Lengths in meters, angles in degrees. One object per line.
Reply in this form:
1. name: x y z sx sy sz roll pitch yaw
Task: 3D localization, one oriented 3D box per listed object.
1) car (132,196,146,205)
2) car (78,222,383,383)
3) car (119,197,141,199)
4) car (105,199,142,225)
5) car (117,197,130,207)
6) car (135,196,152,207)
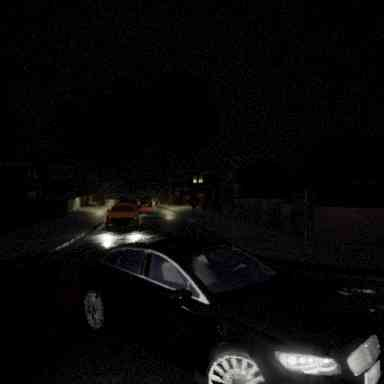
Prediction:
1. car: -9.368 1.420 58.093 2.128 1.511 4.902 0 0 -12
2. car: 0.031 1.487 4.947 2.128 1.511 4.902 -1 1 -44
3. car: -6.881 1.532 35.893 1.994 1.385 4.181 0 0 -12
4. car: -4.335 1.461 21.257 1.882 1.535 5.008 0 0 -8
5. car: -10.667 1.480 51.638 1.812 1.442 4.674 0 0 -14
6. car: -6.856 1.443 48.097 1.837 1.490 4.892 0 0 -14
